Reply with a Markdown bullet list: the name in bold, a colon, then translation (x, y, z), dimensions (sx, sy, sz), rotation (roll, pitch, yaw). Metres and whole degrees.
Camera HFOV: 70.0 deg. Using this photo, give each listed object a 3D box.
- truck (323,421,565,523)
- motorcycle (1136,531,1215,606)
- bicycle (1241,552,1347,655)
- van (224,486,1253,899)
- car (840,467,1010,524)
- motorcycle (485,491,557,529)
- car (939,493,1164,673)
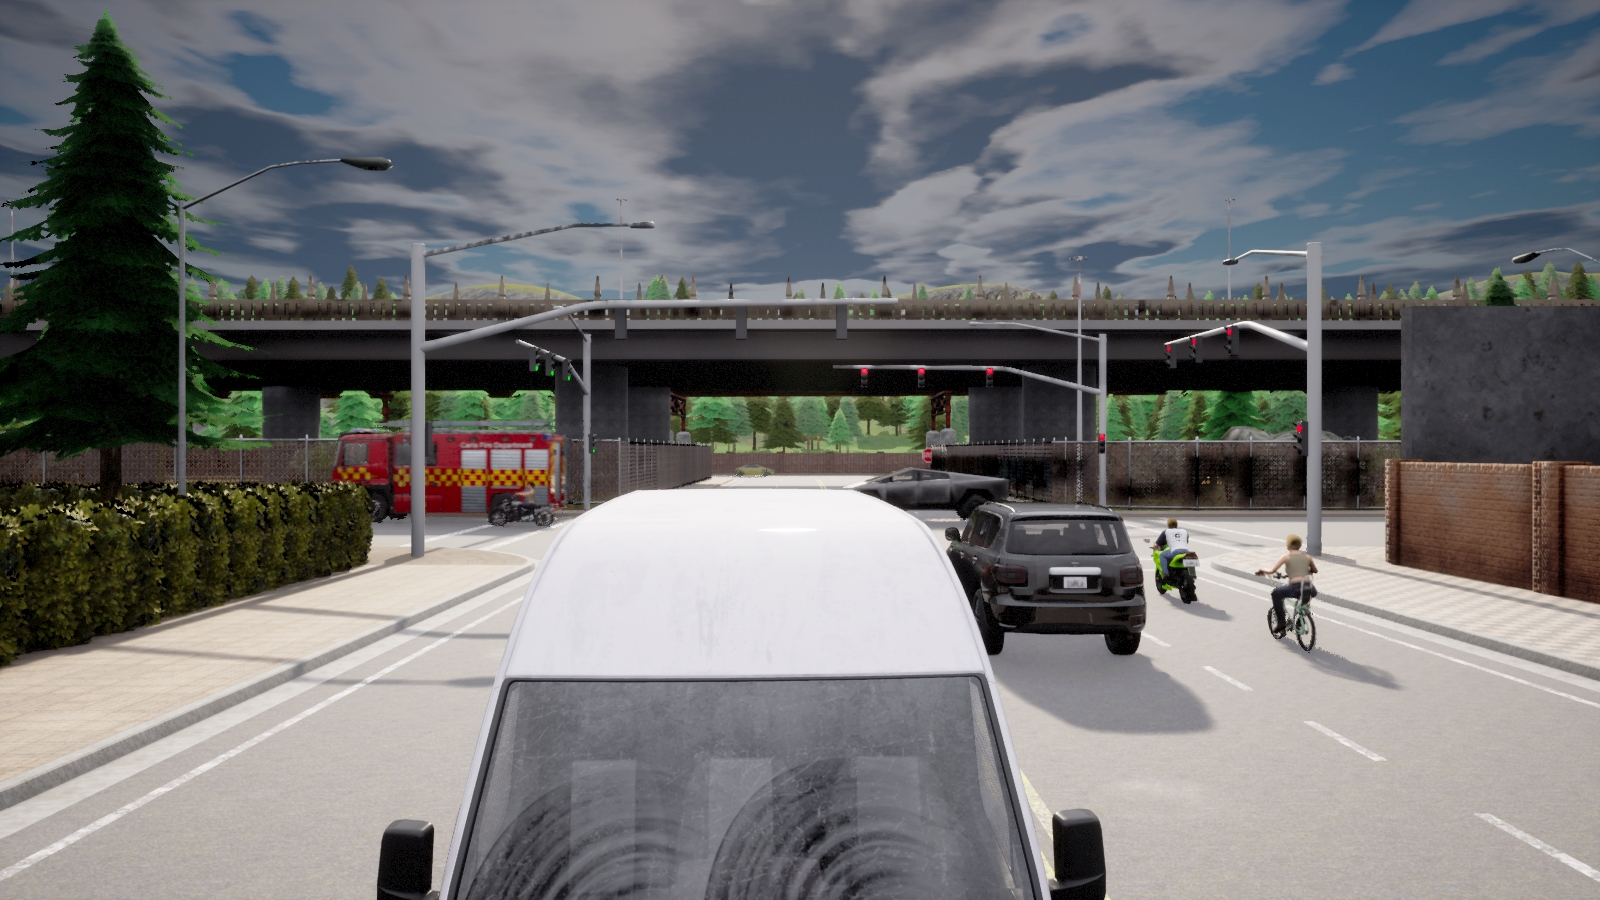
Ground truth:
- **truck**: translation (-13.656, 0.835, 44.298), dimensions (8.468, 3.827, 2.891), rotation (0, 0, 0)
- **motorcycle**: translation (6.995, 2.187, 21.401), dimensions (0.803, 1.199, 2.033), rotation (0, 0, 0)
- **bicycle**: translation (7.007, 2.159, 16.293), dimensions (0.859, 1.276, 1.487), rotation (0, 0, 0)
- **van**: translation (-0.245, 1.535, 5.164), dimensions (1.988, 2.561, 5.915), rotation (0, 0, -3)
- **car**: translation (4.729, 1.722, 44.008), dimensions (6.274, 2.098, 2.390), rotation (0, 0, 0)
- **motorcycle**: translation (-9.876, 2.125, 40.546), dimensions (2.356, 1.277, 0.764), rotation (0, 0, 0)
- **car**: translation (3.496, 1.780, 17.139), dimensions (2.150, 2.045, 5.566), rotation (0, 0, 0)
